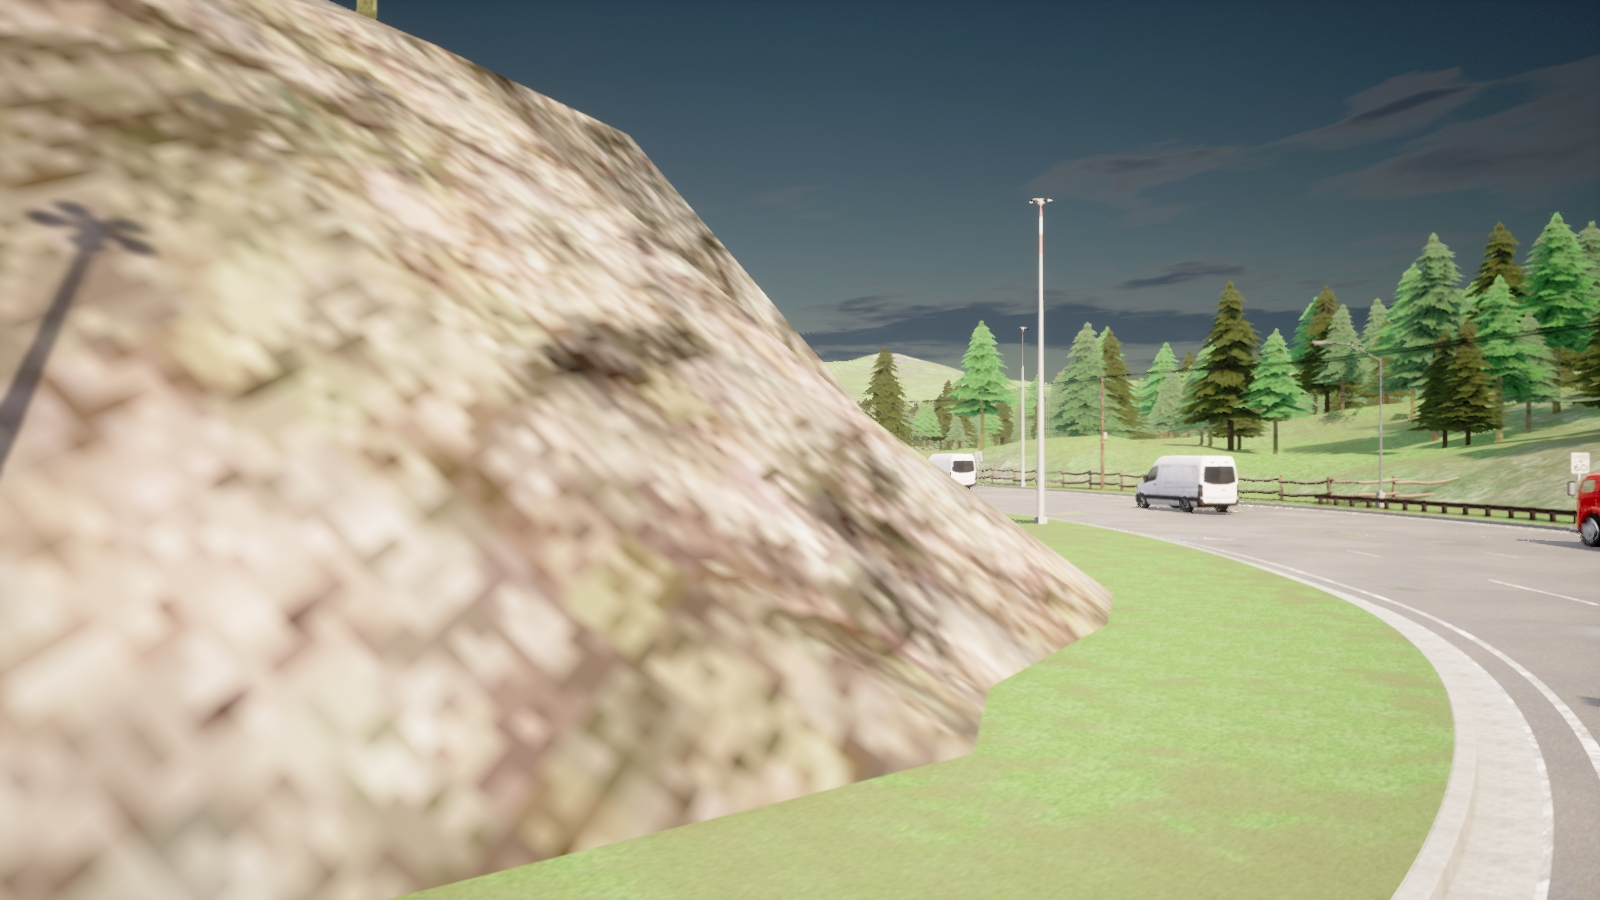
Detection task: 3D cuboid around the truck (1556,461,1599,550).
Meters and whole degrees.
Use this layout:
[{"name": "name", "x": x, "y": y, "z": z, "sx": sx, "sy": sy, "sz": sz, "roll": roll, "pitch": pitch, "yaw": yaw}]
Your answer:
[{"name": "truck", "x": 23.692, "y": 1.569, "z": 31.300, "sx": 2.627, "sy": 2.467, "sz": 5.204, "roll": 0, "pitch": 0, "yaw": 2}]

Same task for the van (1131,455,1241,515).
[{"name": "van", "x": 17.699, "y": 1.538, "z": 52.755, "sx": 1.988, "sy": 2.561, "sz": 5.915, "roll": 0, "pitch": 0, "yaw": -13}]
